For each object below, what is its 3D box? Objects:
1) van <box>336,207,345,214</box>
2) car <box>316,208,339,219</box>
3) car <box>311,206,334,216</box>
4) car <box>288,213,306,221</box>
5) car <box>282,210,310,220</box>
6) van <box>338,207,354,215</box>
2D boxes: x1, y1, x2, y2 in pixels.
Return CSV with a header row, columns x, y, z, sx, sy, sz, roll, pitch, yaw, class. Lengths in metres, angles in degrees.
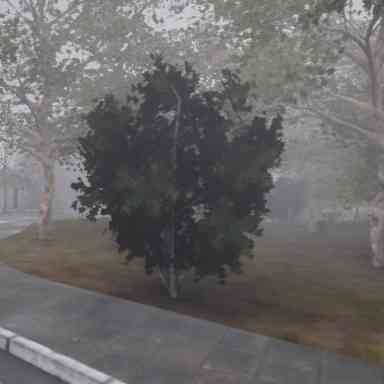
x,y,z,sx,sy,sz,roll,pitch,yaw,class
35.103,4.704,81.859,4.442,1.987,1.878,3,-1,-38,van
22.707,4.079,57.575,5.008,1.535,1.882,3,-1,-38,car
30.816,4.480,78.488,5.566,2.045,2.435,3,-1,-38,car
14.966,3.723,51.370,4.892,1.490,1.837,4,-2,-38,car
18.176,3.951,58.033,4.902,1.511,2.128,3,-1,-38,car
39.462,4.902,85.284,4.442,1.987,1.878,3,-1,-38,van
